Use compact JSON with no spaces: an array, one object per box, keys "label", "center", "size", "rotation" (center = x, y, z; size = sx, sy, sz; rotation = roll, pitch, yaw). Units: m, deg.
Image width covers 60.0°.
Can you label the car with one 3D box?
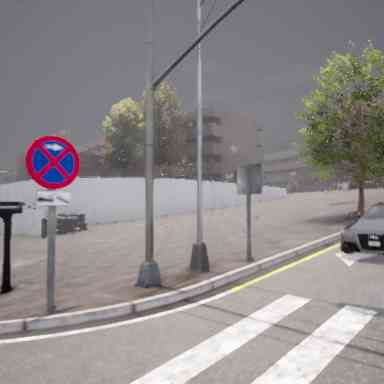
[{"label":"car","center":[6.140,1.045,10.086],"size":[4.181,1.385,1.994],"rotation":[-5,1,-45]}]
